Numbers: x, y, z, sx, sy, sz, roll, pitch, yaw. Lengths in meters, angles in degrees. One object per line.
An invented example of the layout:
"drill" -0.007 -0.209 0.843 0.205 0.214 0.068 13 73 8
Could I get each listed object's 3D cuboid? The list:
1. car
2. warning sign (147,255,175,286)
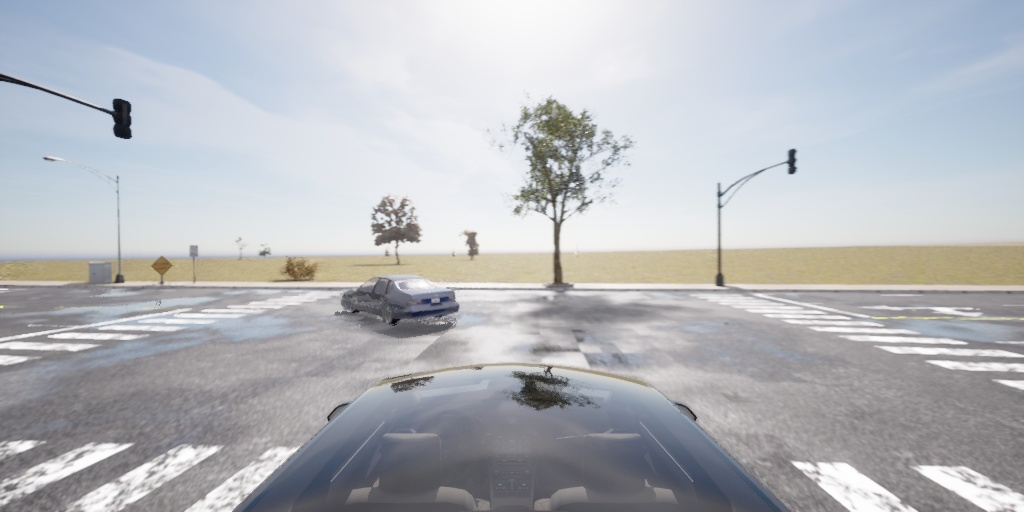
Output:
"car" -3.980 1.338 12.137 2.033 1.411 5.357 -1 0 -45
"warning sign" -21.974 0.885 22.517 1.060 1.860 1.300 0 0 5
